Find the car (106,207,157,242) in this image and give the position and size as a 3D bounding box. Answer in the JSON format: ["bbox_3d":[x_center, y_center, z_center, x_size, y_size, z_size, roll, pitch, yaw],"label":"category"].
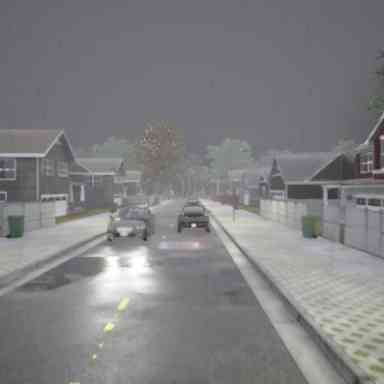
[{"bbox_3d":[-2.850,1.505,16.467,2.128,1.511,4.902,0,0,0],"label":"car"}]

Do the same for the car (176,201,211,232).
[{"bbox_3d":[0.098,1.524,20.265,1.837,1.490,4.892,0,0,0],"label":"car"}]

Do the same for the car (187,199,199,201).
[{"bbox_3d":[0.102,1.557,38.964,1.837,1.490,4.892,0,0,0],"label":"car"}]
